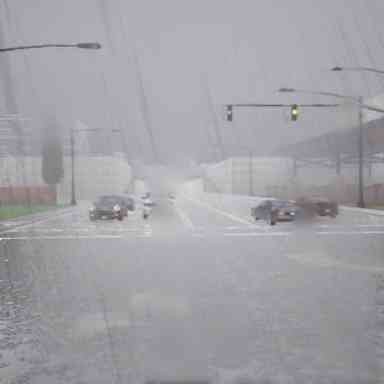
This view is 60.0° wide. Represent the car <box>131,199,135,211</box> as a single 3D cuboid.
[{"bbox_3d":[-6.710,1.133,32.549,1.994,1.385,4.181,-1,1,-4],"label":"car"}]

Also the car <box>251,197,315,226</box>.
[{"bbox_3d":[5.099,1.160,20.101,2.033,1.411,5.357,-1,1,-5],"label":"car"}]

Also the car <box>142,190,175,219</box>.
[{"bbox_3d":[-2.558,0.849,25.535,2.150,2.045,5.566,-1,1,-5],"label":"car"}]

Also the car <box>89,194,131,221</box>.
[{"bbox_3d":[-5.930,1.050,23.945,2.097,1.767,4.553,-1,1,-5],"label":"car"}]

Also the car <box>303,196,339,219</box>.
[{"bbox_3d":[8.312,0.993,23.371,1.882,1.535,5.008,-1,1,-5],"label":"car"}]

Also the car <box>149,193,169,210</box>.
[{"bbox_3d":[-3.421,0.962,35.034,1.882,1.535,5.008,-1,1,-5],"label":"car"}]
